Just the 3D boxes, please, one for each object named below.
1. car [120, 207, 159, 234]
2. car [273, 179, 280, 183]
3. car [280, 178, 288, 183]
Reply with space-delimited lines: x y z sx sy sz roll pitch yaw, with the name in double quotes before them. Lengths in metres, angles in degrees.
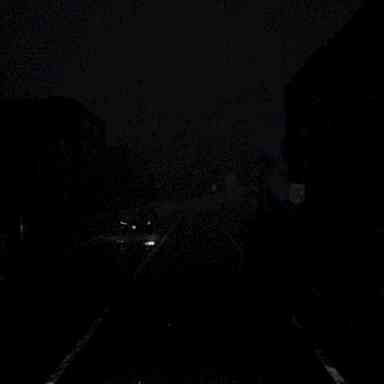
"car" -3.137 1.713 20.698 1.837 1.490 4.892 0 -1 1
"car" 24.098 -2.774 88.378 2.097 1.535 5.008 0 0 -3
"car" 24.463 -2.856 82.865 2.185 1.767 4.553 0 0 -4
